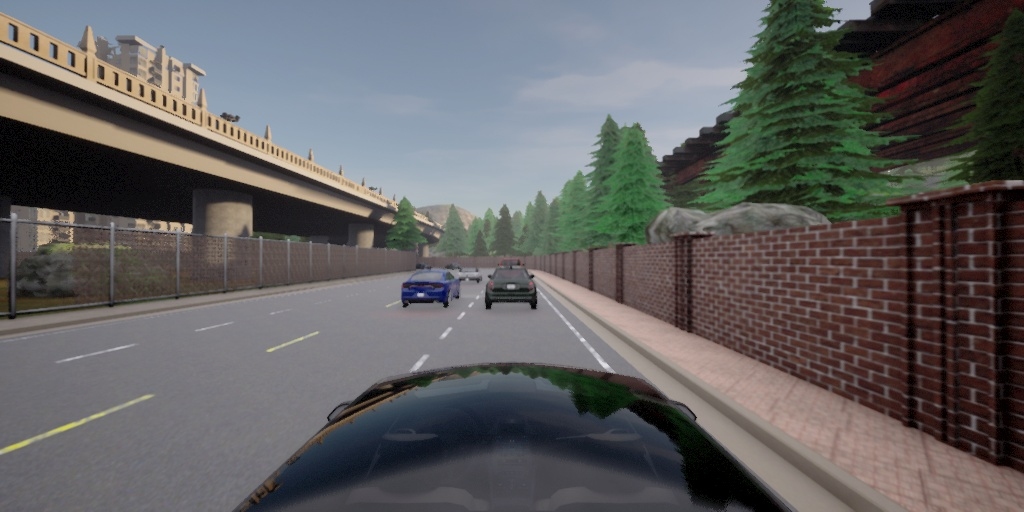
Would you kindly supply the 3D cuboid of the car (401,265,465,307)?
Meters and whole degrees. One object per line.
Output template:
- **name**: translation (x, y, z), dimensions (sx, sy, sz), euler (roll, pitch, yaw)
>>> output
- **car**: translation (-3.534, 1.364, 16.355), dimensions (1.882, 1.535, 5.008), euler (0, 0, 0)

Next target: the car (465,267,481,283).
- **car**: translation (-3.588, 1.623, 30.972), dimensions (1.895, 1.301, 4.718), euler (0, 0, 0)

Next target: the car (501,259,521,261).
- **car**: translation (-0.088, 1.237, 30.894), dimensions (2.150, 2.045, 5.566), euler (0, 0, 0)

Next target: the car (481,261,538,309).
- **car**: translation (-0.037, 1.232, 15.964), dimensions (2.097, 1.767, 4.553), euler (0, -1, 0)
